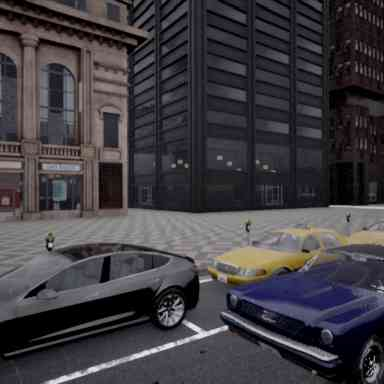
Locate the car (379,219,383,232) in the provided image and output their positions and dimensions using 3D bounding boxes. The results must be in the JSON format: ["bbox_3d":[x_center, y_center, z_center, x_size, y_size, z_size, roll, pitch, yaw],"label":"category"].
[{"bbox_3d":[7.211,1.522,11.760,4.829,1.417,1.752,0,0,-35],"label":"car"}]

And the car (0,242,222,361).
[{"bbox_3d":[-1.850,1.565,5.329,4.313,1.339,1.947,0,0,-35],"label":"car"}]

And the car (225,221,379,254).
[{"bbox_3d":[2.611,1.523,8.495,4.829,1.417,1.752,0,0,-35],"label":"car"}]

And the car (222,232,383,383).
[{"bbox_3d":[2.742,1.599,5.319,4.718,1.301,1.895,0,0,-35],"label":"car"}]
